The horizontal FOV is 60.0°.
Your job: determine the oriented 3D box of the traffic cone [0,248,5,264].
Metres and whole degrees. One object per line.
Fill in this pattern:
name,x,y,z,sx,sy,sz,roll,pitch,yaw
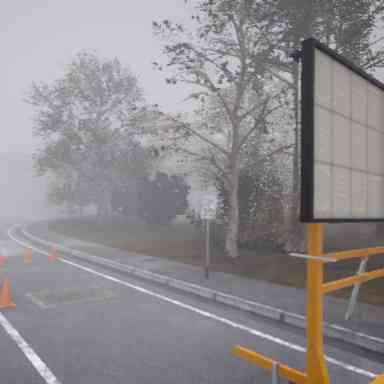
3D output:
traffic cone,-7.343,2.446,12.713,0.340,0.580,0.340,4,-4,-40

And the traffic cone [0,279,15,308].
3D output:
traffic cone,-4.199,2.256,7.509,0.340,0.580,0.340,4,-4,-40

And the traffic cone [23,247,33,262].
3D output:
traffic cone,-6.584,2.497,13.362,0.340,0.580,0.340,4,-4,-40

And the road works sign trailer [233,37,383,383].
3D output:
road works sign trailer,1.519,0.679,3.237,2.380,3.560,2.880,4,-4,-41

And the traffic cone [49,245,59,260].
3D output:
traffic cone,-5.825,2.547,14.011,0.340,0.580,0.340,4,-4,-40

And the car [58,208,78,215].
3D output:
car,-25.062,3.895,67.291,1.994,1.385,4.181,0,-2,17
